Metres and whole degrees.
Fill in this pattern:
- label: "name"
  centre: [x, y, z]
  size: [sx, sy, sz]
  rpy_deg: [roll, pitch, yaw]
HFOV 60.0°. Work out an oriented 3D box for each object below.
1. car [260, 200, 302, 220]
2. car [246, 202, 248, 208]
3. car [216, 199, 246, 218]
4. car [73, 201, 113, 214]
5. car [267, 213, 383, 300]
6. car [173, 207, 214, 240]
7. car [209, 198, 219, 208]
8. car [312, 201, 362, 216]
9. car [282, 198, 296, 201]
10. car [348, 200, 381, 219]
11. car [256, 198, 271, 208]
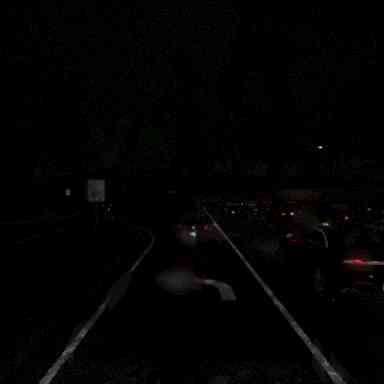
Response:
- label: "car"
  centre: [7.096, 1.624, 26.082]
  size: [2.033, 1.411, 5.357]
  rpy_deg: [0, 0, 0]
- label: "car"
  centre: [7.091, 1.708, 49.175]
  size: [1.994, 1.385, 4.181]
  rpy_deg: [0, 0, 0]
- label: "car"
  centre: [3.595, 1.618, 31.388]
  size: [1.812, 1.442, 4.674]
  rpy_deg: [0, 0, 0]
- label: "car"
  centre: [-10.725, 1.610, 35.833]
  size: [4.892, 1.490, 1.837]
  rpy_deg: [0, -1, 30]
- label: "car"
  centre: [3.600, 1.517, 8.433]
  size: [2.128, 1.511, 4.902]
  rpy_deg: [0, 0, 0]
- label: "car"
  centre: [0.032, 1.653, 17.463]
  size: [1.895, 1.301, 4.718]
  rpy_deg: [0, 0, -1]
- label: "car"
  centre: [3.593, 1.671, 49.556]
  size: [1.812, 1.442, 4.674]
  rpy_deg: [0, 0, 0]
- label: "car"
  centre: [10.597, 1.599, 25.112]
  size: [1.812, 1.442, 4.674]
  rpy_deg: [0, 0, 0]
- label: "car"
  centre: [14.092, 1.647, 48.755]
  size: [1.837, 1.490, 4.892]
  rpy_deg: [0, 0, 0]
- label: "car"
  centre: [14.096, 1.435, 28.572]
  size: [2.097, 1.767, 4.553]
  rpy_deg: [0, 0, 0]
- label: "car"
  centre: [10.592, 1.647, 48.755]
  size: [1.837, 1.490, 4.892]
  rpy_deg: [0, 0, 0]
